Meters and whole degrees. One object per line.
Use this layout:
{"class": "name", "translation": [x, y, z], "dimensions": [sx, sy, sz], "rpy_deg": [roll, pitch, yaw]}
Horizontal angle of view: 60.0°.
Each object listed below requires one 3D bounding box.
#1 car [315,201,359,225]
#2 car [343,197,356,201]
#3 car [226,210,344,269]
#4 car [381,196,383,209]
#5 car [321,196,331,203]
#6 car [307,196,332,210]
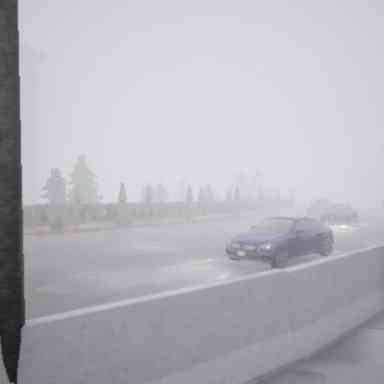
{"class": "car", "translation": [10.988, 1.612, 24.723], "dimensions": [1.994, 1.385, 4.181], "rpy_deg": [0, 0, 38]}
{"class": "car", "translation": [29.534, 1.678, 62.647], "dimensions": [2.128, 1.511, 4.902], "rpy_deg": [-1, 0, 18]}
{"class": "car", "translation": [3.177, 1.549, 11.391], "dimensions": [4.674, 1.442, 1.812], "rpy_deg": [0, 0, -42]}
{"class": "car", "translation": [26.656, 1.286, 44.180], "dimensions": [2.150, 2.045, 5.566], "rpy_deg": [-1, 0, 23]}
{"class": "car", "translation": [28.805, 1.584, 71.654], "dimensions": [1.812, 1.442, 4.674], "rpy_deg": [-1, 0, 18]}
{"class": "car", "translation": [13.121, 1.440, 33.657], "dimensions": [2.097, 1.767, 4.553], "rpy_deg": [-1, 0, 32]}
